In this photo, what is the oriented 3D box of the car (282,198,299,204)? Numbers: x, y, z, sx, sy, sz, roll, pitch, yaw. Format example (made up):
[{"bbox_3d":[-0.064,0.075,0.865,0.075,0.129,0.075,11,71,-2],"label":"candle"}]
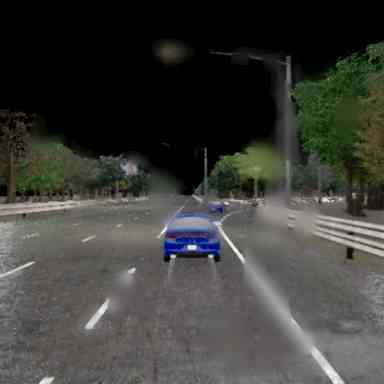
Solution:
[{"bbox_3d":[22.137,1.965,74.452,1.882,1.535,5.008,0,0,45],"label":"car"}]

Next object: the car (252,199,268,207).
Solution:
[{"bbox_3d":[12.649,1.951,61.624,1.812,1.442,4.674,0,-1,31],"label":"car"}]

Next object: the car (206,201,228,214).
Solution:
[{"bbox_3d":[2.991,1.775,39.131,1.882,1.535,5.008,0,-1,14],"label":"car"}]

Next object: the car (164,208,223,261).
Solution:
[{"bbox_3d":[0.010,1.587,12.724,1.882,1.535,5.008,0,-1,0],"label":"car"}]
